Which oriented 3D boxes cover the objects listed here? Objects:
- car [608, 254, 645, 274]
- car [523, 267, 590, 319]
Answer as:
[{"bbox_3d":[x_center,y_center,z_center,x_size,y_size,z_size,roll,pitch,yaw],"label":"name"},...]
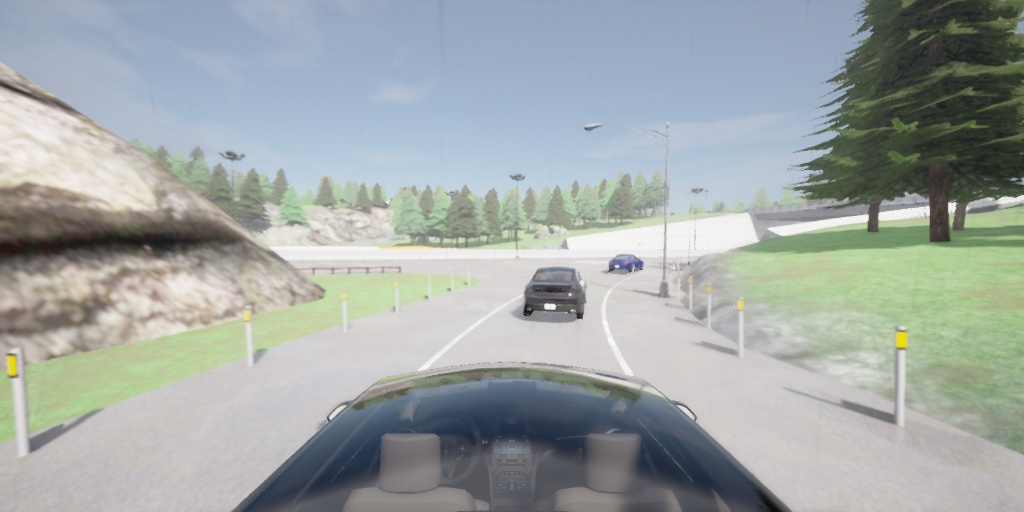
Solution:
[{"bbox_3d":[9.211,0.556,28.779,1.812,1.442,4.674,2,3,35],"label":"car"},{"bbox_3d":[1.611,1.106,12.385,1.837,1.490,4.892,0,2,13],"label":"car"}]
